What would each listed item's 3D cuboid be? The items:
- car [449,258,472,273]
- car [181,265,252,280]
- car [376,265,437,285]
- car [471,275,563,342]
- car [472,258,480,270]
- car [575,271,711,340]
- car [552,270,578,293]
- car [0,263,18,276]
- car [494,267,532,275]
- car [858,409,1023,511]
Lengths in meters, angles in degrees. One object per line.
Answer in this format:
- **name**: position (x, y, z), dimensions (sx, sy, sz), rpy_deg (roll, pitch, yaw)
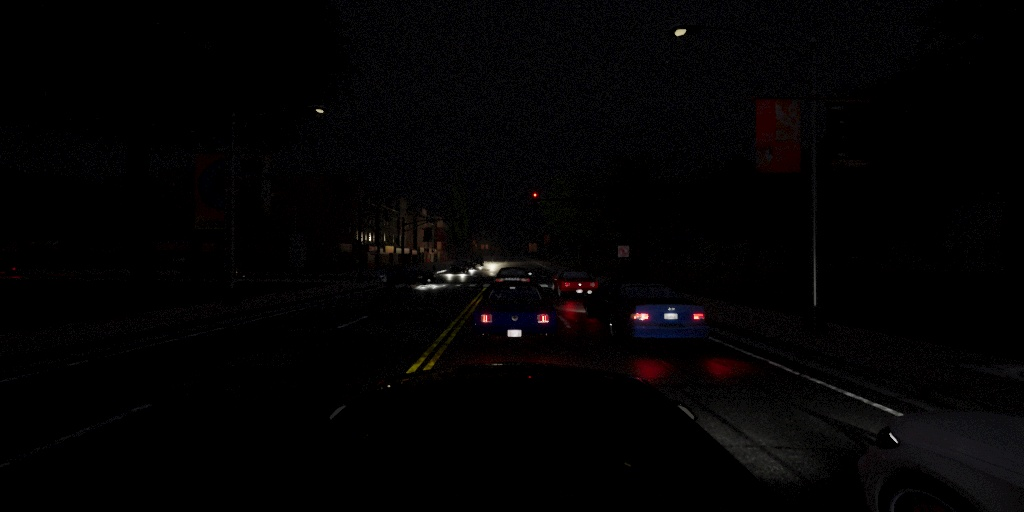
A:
- **car**: position (-6.621, 1.340, 45.130), dimensions (1.882, 1.535, 5.008), rpy_deg (0, 0, 1)
- **car**: position (-24.836, 1.384, 30.285), dimensions (4.718, 1.301, 1.895), rpy_deg (1, 0, 0)
- **car**: position (-8.275, 1.431, 27.885), dimensions (5.357, 1.411, 2.033), rpy_deg (0, 0, 35)
- **car**: position (0.078, 1.374, 9.875), dimensions (1.895, 1.301, 4.718), rpy_deg (0, 0, 0)
- **car**: position (-6.608, 1.359, 55.156), dimensions (1.994, 1.385, 4.181), rpy_deg (0, 0, 1)
- **car**: position (3.328, 1.322, 10.000), dimensions (2.033, 1.411, 5.357), rpy_deg (0, 0, 0)
- **car**: position (3.296, 1.440, 19.644), dimensions (1.895, 1.301, 4.718), rpy_deg (0, 0, 0)
- **car**: position (-49.244, 1.240, 33.197), dimensions (4.718, 1.301, 1.895), rpy_deg (0, 0, 1)
- **car**: position (0.044, 1.314, 19.216), dimensions (1.882, 1.535, 5.008), rpy_deg (0, 0, 0)
- **car**: position (3.344, 1.275, 0.525), dimensions (1.812, 1.442, 4.674), rpy_deg (0, 0, 0)
